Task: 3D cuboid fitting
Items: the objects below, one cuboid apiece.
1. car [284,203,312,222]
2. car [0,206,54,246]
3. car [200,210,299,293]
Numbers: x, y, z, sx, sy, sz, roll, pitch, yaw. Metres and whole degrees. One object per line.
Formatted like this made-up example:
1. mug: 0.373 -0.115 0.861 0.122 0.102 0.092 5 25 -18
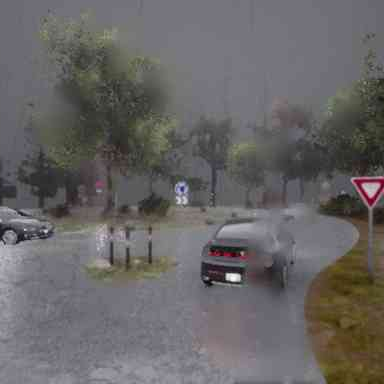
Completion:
1. car: 7.741 1.431 24.518 1.895 1.301 4.718 0 0 16
2. car: -8.422 1.405 14.509 4.892 1.490 1.837 0 2 16
3. car: 1.686 1.442 8.916 1.837 1.490 4.892 0 0 21
